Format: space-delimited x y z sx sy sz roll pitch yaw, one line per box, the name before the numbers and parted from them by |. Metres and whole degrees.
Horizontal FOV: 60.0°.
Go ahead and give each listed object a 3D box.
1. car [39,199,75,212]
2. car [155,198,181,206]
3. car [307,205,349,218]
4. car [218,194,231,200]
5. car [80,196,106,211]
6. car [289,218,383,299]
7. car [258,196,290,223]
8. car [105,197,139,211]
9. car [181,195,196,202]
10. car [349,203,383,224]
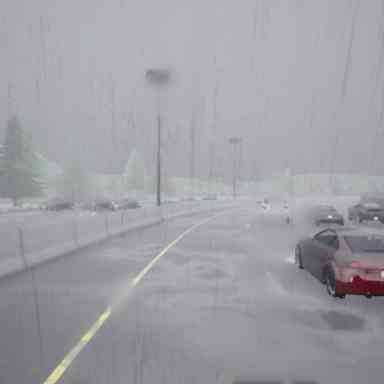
car | -15.846 1.531 39.149 2.128 1.511 4.902 0 0 15
car | -3.446 1.668 44.317 1.994 1.385 4.181 0 0 18
car | 9.690 1.669 24.418 1.994 1.385 4.181 0 0 11
car | 7.819 1.211 78.106 2.097 1.767 4.553 0 0 31
car | -11.750 1.412 40.865 2.097 1.767 4.553 0 0 16
car | 4.046 1.604 8.561 1.994 1.385 4.181 0 0 4
car | 6.554 1.320 26.713 2.150 2.045 5.566 0 0 12
car | -8.142 1.567 40.820 2.128 1.511 4.902 0 0 16
car | -1.012 1.499 76.745 2.097 1.767 4.553 0 0 29
car | 13.588 1.630 26.042 1.837 1.490 4.892 0 0 12
